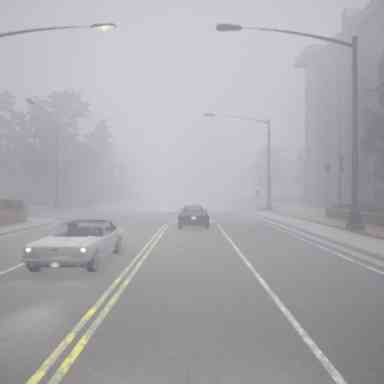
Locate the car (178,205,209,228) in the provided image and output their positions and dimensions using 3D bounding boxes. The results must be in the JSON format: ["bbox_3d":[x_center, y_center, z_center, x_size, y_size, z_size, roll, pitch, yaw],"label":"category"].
[{"bbox_3d":[0.102,1.561,22.336,1.994,1.385,4.181,0,0,0],"label":"car"}]

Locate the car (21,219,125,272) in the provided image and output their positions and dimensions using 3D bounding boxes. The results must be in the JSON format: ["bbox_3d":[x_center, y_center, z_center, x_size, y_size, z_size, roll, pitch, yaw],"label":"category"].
[{"bbox_3d":[-3.569,1.600,10.878,1.895,1.301,4.718,0,0,0],"label":"car"}]
